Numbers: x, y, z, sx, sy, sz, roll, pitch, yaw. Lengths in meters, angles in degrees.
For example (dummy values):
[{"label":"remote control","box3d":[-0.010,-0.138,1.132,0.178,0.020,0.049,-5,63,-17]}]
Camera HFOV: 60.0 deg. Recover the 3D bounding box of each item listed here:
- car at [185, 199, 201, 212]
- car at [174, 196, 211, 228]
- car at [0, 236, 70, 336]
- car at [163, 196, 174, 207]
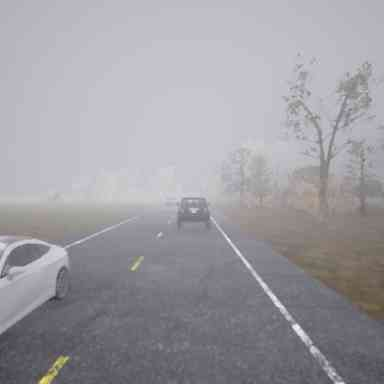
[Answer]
[{"label":"car","box3d":[0.122,1.629,41.918,1.882,1.535,5.008,0,0,0]},{"label":"car","box3d":[0.113,1.312,23.099,2.150,2.045,5.566,0,0,0]},{"label":"car","box3d":[-3.597,1.550,5.680,1.812,1.442,4.674,0,0,0]},{"label":"car","box3d":[-3.477,1.535,54.466,2.097,1.767,4.553,0,0,0]}]
